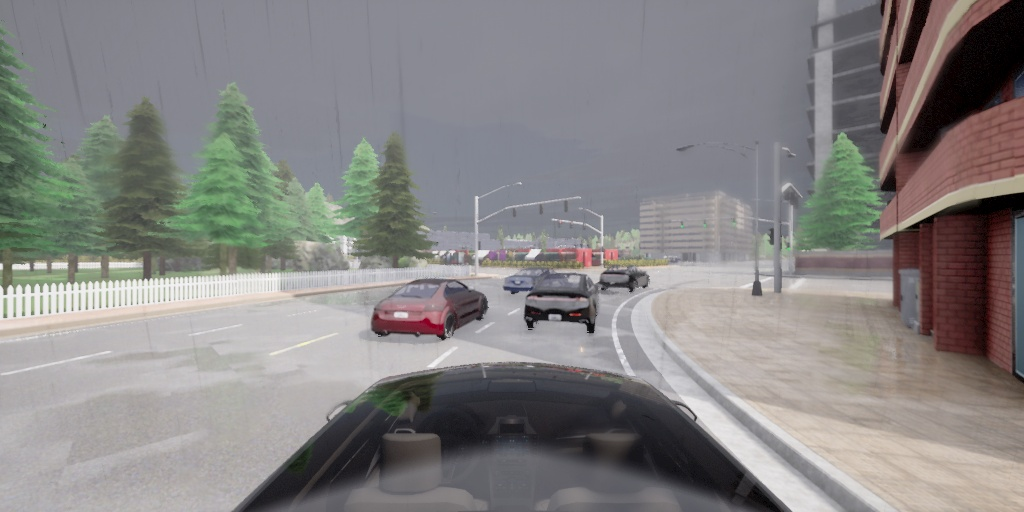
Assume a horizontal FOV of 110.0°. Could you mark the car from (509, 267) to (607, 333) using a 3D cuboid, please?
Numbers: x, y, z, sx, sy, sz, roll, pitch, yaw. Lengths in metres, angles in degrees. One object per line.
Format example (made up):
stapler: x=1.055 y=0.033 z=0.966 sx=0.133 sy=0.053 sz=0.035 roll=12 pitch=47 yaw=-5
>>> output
car: x=1.679 y=1.255 z=10.928 sx=2.128 sy=1.511 sz=4.902 roll=0 pitch=0 yaw=15

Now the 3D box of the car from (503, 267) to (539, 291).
car: x=1.483 y=1.321 z=19.644 sx=2.033 sy=1.411 sz=5.357 roll=0 pitch=0 yaw=29

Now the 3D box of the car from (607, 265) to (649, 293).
car: x=6.799 y=1.268 z=21.399 sx=2.128 sy=1.511 sz=4.902 roll=0 pitch=0 yaw=34

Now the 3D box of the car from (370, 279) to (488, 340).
car: x=-2.105 y=1.324 z=10.179 sx=1.994 sy=1.385 sz=4.181 roll=0 pitch=0 yaw=13
